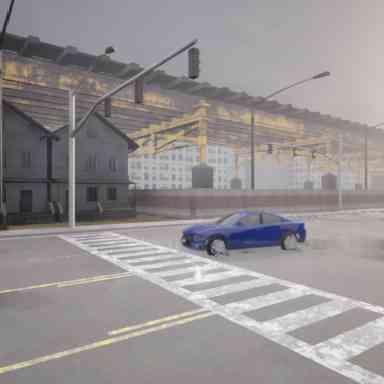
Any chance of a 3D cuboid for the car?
[{"bbox_3d":[2.042,1.477,12.923,5.008,1.535,1.882,0,-1,-21],"label":"car"}]
